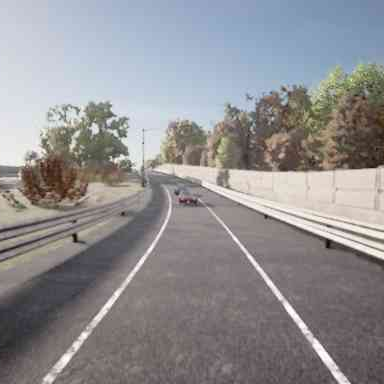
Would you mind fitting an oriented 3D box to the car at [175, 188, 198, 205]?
[{"bbox_3d":[-0.505,0.579,34.928,1.895,1.301,4.718,0,4,-4],"label":"car"}]

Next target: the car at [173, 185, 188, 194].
[{"bbox_3d":[-1.523,-0.348,46.984,1.994,1.385,4.181,0,5,-6],"label":"car"}]
